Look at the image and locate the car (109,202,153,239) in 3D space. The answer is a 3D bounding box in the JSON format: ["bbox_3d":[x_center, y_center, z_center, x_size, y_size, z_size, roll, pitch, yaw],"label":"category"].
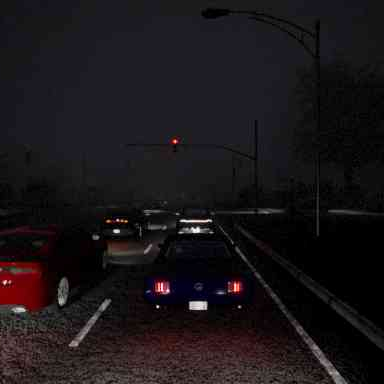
[{"bbox_3d":[-3.359,1.505,17.271,1.837,1.490,4.892,0,0,0],"label":"car"}]

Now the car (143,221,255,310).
[{"bbox_3d":[0.118,1.601,7.747,1.895,1.301,4.718,0,0,0],"label":"car"}]

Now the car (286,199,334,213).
[{"bbox_3d":[12.808,1.491,36.174,4.902,1.511,2.128,0,0,3],"label":"car"}]

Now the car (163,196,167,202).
[{"bbox_3d":[-6.839,1.477,68.646,1.882,1.535,5.008,0,0,0],"label":"car"}]

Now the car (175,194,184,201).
[{"bbox_3d":[-3.290,1.532,84.631,2.033,1.411,5.357,0,0,0],"label":"car"}]

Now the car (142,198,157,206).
[{"bbox_3d":[-6.953,1.601,54.551,1.895,1.301,4.718,0,0,0],"label":"car"}]

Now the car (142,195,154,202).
[{"bbox_3d":[-10.308,1.540,78.643,2.033,1.411,5.357,0,0,0],"label":"car"}]

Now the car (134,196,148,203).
[{"bbox_3d":[-10.340,1.547,68.265,2.033,1.411,5.357,0,0,0],"label":"car"}]

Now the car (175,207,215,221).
[{"bbox_3d":[0.151,1.491,17.009,2.128,1.511,4.902,0,0,-1],"label":"car"}]

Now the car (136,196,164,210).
[{"bbox_3d":[-5.325,1.564,41.739,1.994,1.385,4.181,0,0,-21],"label":"car"}]

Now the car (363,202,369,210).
[{"bbox_3d":[22.853,1.484,39.110,4.902,1.511,2.128,0,0,3],"label":"car"}]

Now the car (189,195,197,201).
[{"bbox_3d":[0.210,1.500,84.637,1.837,1.490,4.892,0,0,0],"label":"car"}]

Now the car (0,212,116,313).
[{"bbox_3d":[-3.382,1.478,7.774,1.882,1.535,5.008,0,0,0],"label":"car"}]

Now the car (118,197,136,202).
[{"bbox_3d":[-10.462,1.526,52.889,1.812,1.442,4.674,0,0,0],"label":"car"}]

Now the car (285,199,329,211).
[{"bbox_3d":[13.677,1.526,39.628,4.674,1.442,1.812,0,0,5],"label":"car"}]

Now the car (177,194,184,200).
[{"bbox_3d":[-3.224,1.328,95.040,1.882,1.535,5.008,0,0,1],"label":"car"}]

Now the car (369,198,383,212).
[{"bbox_3d":[22.228,1.470,35.638,5.008,1.535,1.882,0,0,3],"label":"car"}]

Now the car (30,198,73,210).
[{"bbox_3d":[-17.489,1.491,41.544,4.902,1.511,2.128,0,1,-11],"label":"car"}]
